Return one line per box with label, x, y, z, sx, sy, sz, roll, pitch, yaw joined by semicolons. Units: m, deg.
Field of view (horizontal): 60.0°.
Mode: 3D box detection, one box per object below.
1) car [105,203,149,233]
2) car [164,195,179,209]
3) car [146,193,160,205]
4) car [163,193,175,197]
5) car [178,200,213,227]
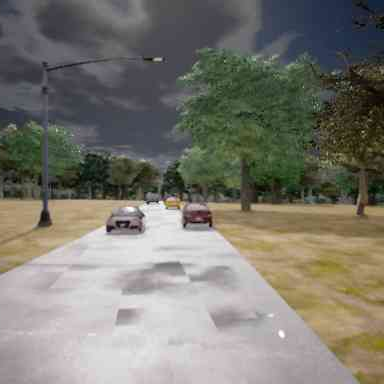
car;-3.772;1.546;19.594;1.994;1.385;4.181;0;0;-3
car;-2.570;1.467;44.721;1.882;1.535;5.008;0;0;-5
car;-7.122;1.283;61.011;2.150;2.045;5.566;0;0;-4
car;-3.866;1.272;59.246;2.150;2.045;5.566;0;0;-5
car;0.246;1.454;22.489;1.882;1.535;5.008;0;0;-4
